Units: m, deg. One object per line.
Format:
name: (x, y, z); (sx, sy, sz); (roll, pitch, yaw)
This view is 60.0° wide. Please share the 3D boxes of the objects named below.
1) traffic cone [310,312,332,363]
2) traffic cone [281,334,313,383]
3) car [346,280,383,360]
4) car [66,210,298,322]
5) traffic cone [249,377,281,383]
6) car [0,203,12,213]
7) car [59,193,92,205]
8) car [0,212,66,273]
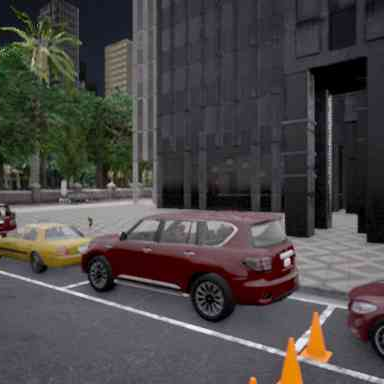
traffic cone: (1.712, 1.958, 4.595); (0.340, 0.580, 0.340); (0, 0, 36)
traffic cone: (1.129, 1.958, 3.783); (0.340, 0.580, 0.340); (0, 0, 36)
car: (4.202, 1.579, 4.084); (4.206, 1.307, 1.802); (0, 0, 36)
car: (-0.254, 1.326, 7.286); (5.009, 1.841, 2.192); (0, 0, 36)
traffic cone: (0.546, 1.958, 2.971); (0.340, 0.580, 0.340); (0, 0, 36)
car: (-9.165, 1.352, 13.689); (5.009, 1.841, 2.192); (0, 0, 36)
car: (-16.680, 0.975, 47.719); (2.128, 1.511, 4.902); (0, 1, 36)
car: (-4.848, 1.550, 10.586); (4.829, 1.417, 1.752); (0, 0, 36)
